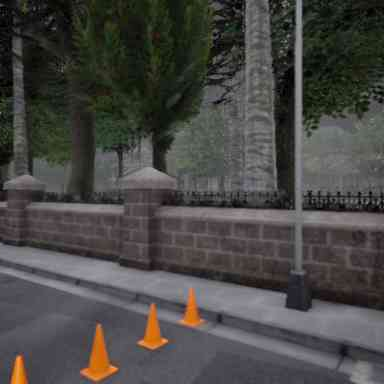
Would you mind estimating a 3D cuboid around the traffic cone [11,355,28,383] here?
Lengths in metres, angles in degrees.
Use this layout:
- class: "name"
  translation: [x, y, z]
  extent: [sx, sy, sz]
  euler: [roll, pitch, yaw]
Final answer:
- class: "traffic cone"
  translation: [-1.758, 1.965, 3.383]
  extent: [0.340, 0.580, 0.340]
  euler: [0, 0, 36]

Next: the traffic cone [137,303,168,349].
- class: "traffic cone"
  translation: [-0.593, 1.972, 5.008]
  extent: [0.340, 0.580, 0.340]
  euler: [0, 0, 36]

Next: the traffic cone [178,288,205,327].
- class: "traffic cone"
  translation: [-0.010, 1.975, 5.821]
  extent: [0.340, 0.580, 0.340]
  euler: [0, 0, 36]

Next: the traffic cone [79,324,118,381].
- class: "traffic cone"
  translation: [-1.175, 1.968, 4.196]
  extent: [0.340, 0.580, 0.340]
  euler: [0, 0, 36]
